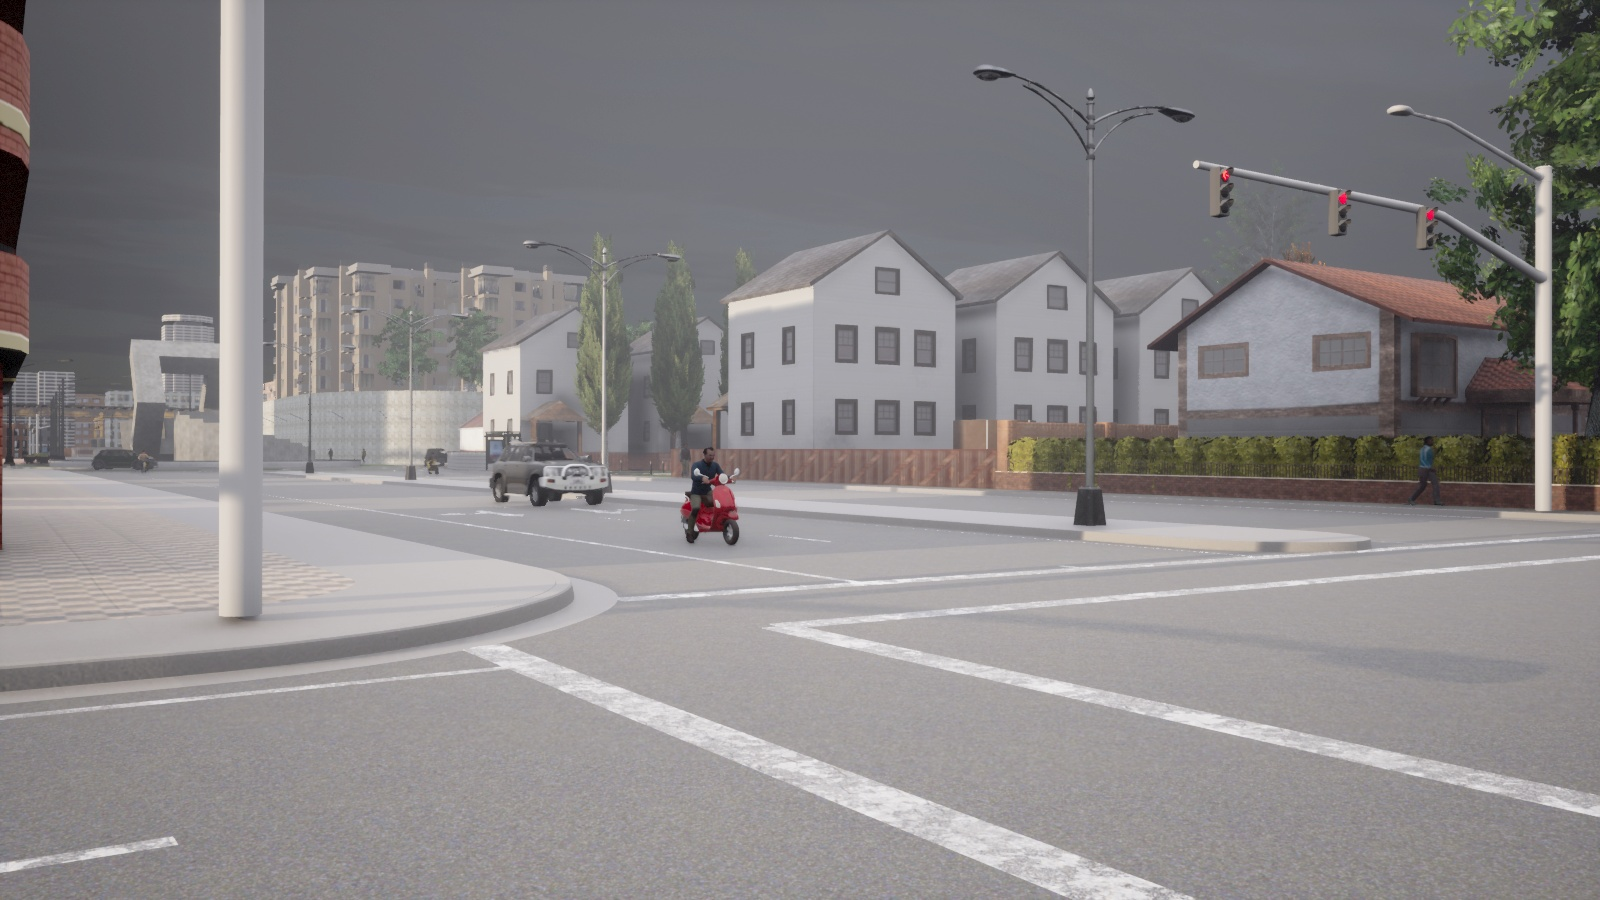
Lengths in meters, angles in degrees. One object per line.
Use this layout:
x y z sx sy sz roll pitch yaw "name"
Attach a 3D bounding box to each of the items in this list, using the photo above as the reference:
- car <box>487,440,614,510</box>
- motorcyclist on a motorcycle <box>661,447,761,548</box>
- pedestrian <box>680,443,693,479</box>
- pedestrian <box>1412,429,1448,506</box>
-7.184 0.664 35.803 1.932 1.855 4.605 0 0 -33 "car"
-1.493 0.752 20.842 0.866 1.590 1.817 0 0 -33 "motorcyclist on a motorcycle"
-5.925 0.573 65.597 0.431 1.840 0.703 0 0 -25 "pedestrian"
16.075 0.440 32.050 0.396 1.930 0.692 0 0 -31 "pedestrian"
